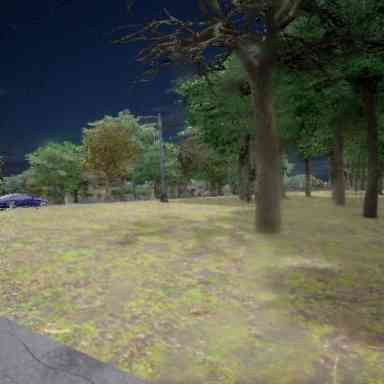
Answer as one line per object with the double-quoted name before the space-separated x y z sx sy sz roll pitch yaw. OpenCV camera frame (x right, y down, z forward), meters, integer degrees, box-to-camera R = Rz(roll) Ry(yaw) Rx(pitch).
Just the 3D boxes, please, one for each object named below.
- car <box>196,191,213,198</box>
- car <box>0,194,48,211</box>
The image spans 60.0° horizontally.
"car" 2.611 0.447 69.369 1.994 1.385 4.181 -4 -1 34
"car" -15.576 0.885 30.403 1.812 1.442 4.674 -4 -1 34
